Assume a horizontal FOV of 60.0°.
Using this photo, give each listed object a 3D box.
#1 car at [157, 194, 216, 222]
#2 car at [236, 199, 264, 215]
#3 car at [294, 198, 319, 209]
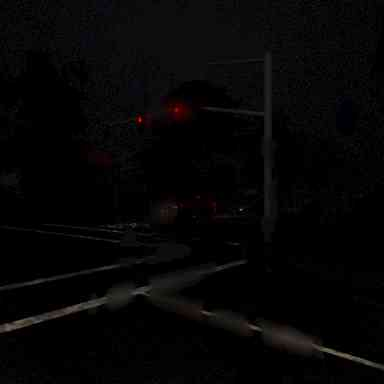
[{"bbox_3d":[-0.332,1.221,27.013,2.150,2.045,5.566,0,0,41],"label":"car"},{"bbox_3d":[6.463,1.491,34.817,2.128,1.511,4.902,0,0,41],"label":"car"},{"bbox_3d":[15.836,1.526,45.585,1.812,1.442,4.674,0,0,41],"label":"car"}]
